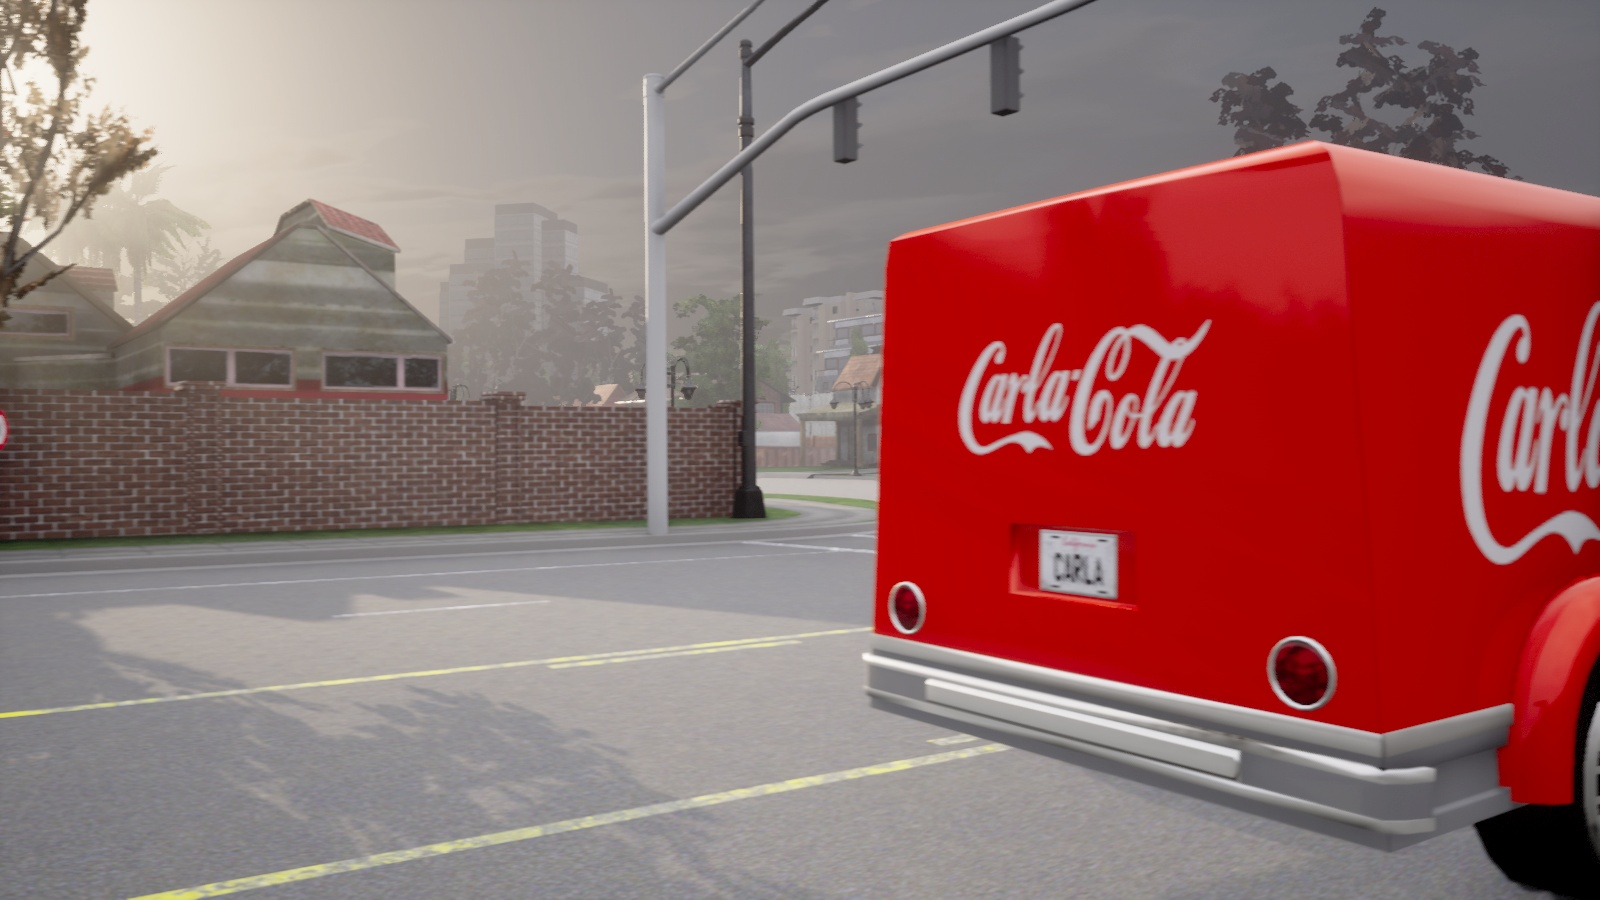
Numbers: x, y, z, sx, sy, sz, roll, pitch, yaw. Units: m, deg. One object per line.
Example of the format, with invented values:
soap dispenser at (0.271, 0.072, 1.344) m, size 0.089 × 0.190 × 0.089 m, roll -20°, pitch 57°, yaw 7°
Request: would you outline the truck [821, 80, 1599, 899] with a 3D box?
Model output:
truck at (2.992, 0.273, 5.772) m, size 5.204 × 2.467 × 2.627 m, roll 0°, pitch 0°, yaw -34°
